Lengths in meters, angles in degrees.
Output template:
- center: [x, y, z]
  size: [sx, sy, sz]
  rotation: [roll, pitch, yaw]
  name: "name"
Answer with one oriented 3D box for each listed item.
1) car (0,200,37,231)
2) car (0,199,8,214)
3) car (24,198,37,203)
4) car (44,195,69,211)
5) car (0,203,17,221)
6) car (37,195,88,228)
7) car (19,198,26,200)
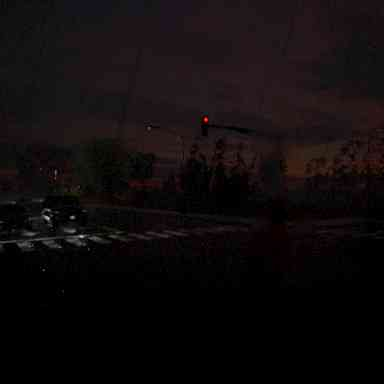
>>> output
- center: [-11.091, 1.520, 20.416]
  size: [1.882, 1.535, 5.008]
  rotation: [-1, 0, -33]
  name: "car"
- center: [-22.377, 1.625, 37.978]
  size: [2.033, 1.411, 5.357]
  rotation: [-1, 0, -33]
  name: "car"
- center: [-14.330, 1.590, 31.466]
  size: [1.994, 1.385, 4.181]
  rotation: [-1, 0, -32]
  name: "car"
- center: [-17.401, 1.360, 42.607]
  size: [2.097, 1.767, 4.553]
  rotation: [-1, 0, -33]
  name: "car"
- center: [-16.516, 1.660, 28.858]
  size: [1.895, 1.301, 4.718]
  rotation: [-1, 0, -33]
  name: "car"
- center: [-8.932, 1.231, 23.061]
  size: [2.150, 2.045, 5.566]
  rotation: [-1, 0, -33]
  name: "car"
- center: [-20.776, 1.523, 41.509]
  size: [1.882, 1.535, 5.008]
  rotation: [-1, 0, -33]
  name: "car"
